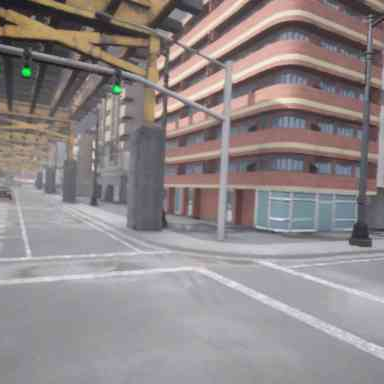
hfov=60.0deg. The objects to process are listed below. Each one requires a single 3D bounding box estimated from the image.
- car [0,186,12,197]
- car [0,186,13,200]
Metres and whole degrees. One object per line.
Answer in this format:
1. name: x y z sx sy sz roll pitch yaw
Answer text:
1. car: -28.973 -0.159 51.483 1.837 1.490 4.892 3 1 -28
2. car: -24.038 0.210 42.474 1.812 1.442 4.674 3 1 -28
